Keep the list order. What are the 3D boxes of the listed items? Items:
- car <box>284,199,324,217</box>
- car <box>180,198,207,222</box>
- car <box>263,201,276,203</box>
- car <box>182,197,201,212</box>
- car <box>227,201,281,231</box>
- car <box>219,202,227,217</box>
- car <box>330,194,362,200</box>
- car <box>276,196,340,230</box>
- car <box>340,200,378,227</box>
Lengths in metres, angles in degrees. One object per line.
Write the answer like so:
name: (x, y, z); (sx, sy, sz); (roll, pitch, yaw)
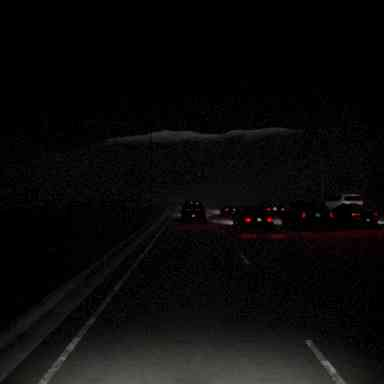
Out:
car: (10.583, 1.455, 31.764); (2.128, 1.511, 4.902); (0, 0, 0)
car: (0.102, 1.462, 25.923); (2.128, 1.511, 4.902); (0, 0, 0)
car: (7.093, 1.512, 30.915); (2.033, 1.411, 5.357); (0, 0, 0)
car: (-0.109, 1.447, 39.367); (2.128, 1.511, 4.902); (0, 0, -2)
car: (3.599, 1.524, 20.336); (2.033, 1.411, 5.357); (0, 0, 0)
car: (3.591, 1.566, 30.856); (1.895, 1.301, 4.718); (0, 0, 0)
car: (14.097, 1.185, 31.517); (2.150, 2.045, 5.566); (0, 0, -1)
car: (7.100, 1.328, 20.872); (2.097, 1.767, 4.553); (0, 0, 0)
car: (10.601, 1.500, 22.323); (1.812, 1.442, 4.674); (0, 0, 0)
